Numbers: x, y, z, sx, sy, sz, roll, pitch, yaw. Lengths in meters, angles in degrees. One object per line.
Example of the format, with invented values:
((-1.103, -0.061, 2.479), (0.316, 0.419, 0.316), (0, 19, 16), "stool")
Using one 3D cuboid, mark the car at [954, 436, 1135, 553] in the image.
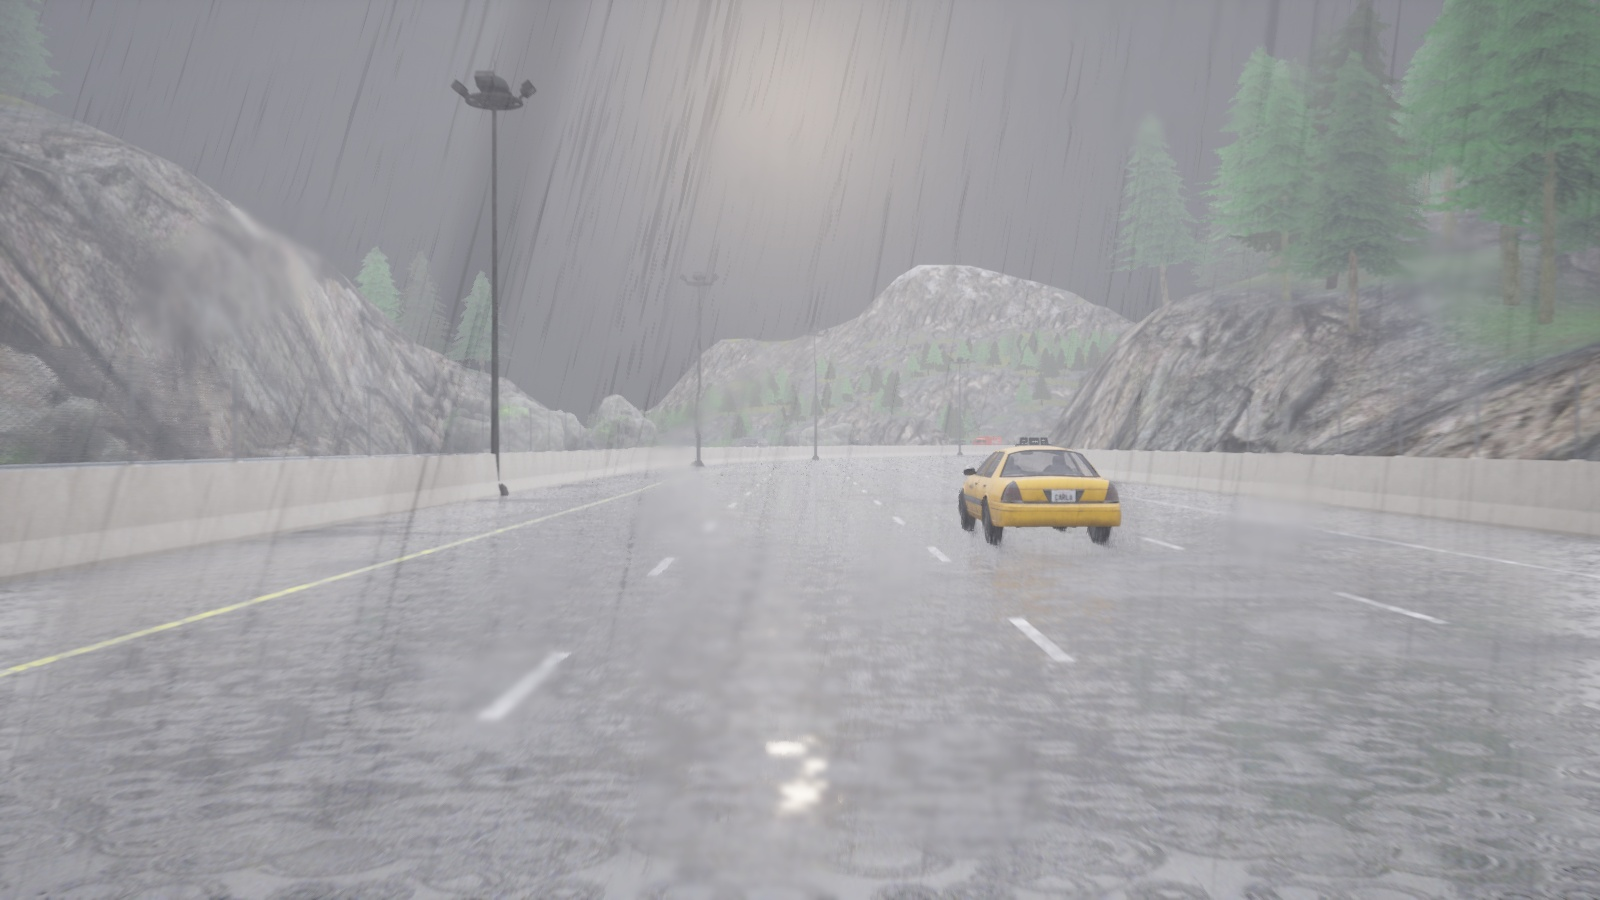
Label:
((3.627, 0.579, 19.611), (1.801, 1.575, 5.366), (0, 0, 0), "car")
